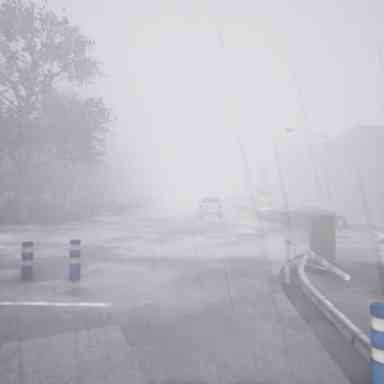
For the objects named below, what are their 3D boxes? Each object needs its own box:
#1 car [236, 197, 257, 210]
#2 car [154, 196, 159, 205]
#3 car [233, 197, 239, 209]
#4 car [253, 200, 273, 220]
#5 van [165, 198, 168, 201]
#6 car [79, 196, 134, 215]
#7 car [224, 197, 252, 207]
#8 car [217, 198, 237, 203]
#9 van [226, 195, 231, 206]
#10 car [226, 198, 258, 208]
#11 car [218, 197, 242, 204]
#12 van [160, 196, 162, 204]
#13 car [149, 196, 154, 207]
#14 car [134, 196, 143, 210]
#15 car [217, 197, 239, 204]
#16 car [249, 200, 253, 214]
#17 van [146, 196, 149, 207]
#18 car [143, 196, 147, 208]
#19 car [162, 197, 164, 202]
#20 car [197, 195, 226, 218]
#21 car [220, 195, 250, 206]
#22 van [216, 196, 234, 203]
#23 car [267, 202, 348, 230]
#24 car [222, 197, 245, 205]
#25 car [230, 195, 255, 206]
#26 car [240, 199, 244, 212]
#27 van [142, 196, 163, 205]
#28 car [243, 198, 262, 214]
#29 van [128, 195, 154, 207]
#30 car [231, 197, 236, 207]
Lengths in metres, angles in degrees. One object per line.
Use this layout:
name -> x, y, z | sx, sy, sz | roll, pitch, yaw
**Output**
car -> 8.212, 1.750, 39.285 | 4.892, 1.521, 2.231 | 1, 0, -19
car -> -9.063, 1.840, 57.367 | 5.366, 1.575, 1.946 | 0, -1, -19
car -> 8.235, 1.800, 42.211 | 4.792, 1.488, 2.163 | 1, 0, -19
car -> 7.964, 1.661, 27.556 | 4.892, 1.521, 2.231 | 1, 0, -19
van -> -8.699, 1.842, 77.954 | 4.442, 1.987, 1.878 | 0, -1, -19
car -> -9.647, 1.427, 36.716 | 5.566, 2.045, 2.435 | 0, -1, -19
car -> 8.665, 1.821, 62.747 | 4.553, 1.767, 2.185 | 1, -1, -19
car -> 9.270, 2.292, 89.154 | 4.792, 1.488, 2.163 | 1, -1, -19
van -> 8.404, 1.637, 53.915 | 4.442, 1.987, 1.878 | 1, 0, -19
car -> 8.564, 1.891, 56.888 | 5.008, 1.535, 2.097 | 1, -1, -19
car -> 9.237, 2.150, 80.409 | 5.366, 1.575, 1.946 | 1, -1, -19
van -> -8.948, 1.706, 66.181 | 4.442, 1.987, 1.878 | 0, -1, -19
car -> -9.292, 1.818, 54.361 | 4.892, 1.521, 2.231 | 0, 0, -19
car -> -9.458, 1.619, 45.542 | 4.553, 1.767, 2.185 | -1, 0, -19
car -> 9.361, 2.225, 86.269 | 5.366, 1.575, 1.946 | 1, -1, -19
car -> 8.020, 1.722, 30.488 | 4.674, 1.452, 2.002 | 1, 0, -19
van -> -9.470, 1.568, 51.377 | 4.442, 1.987, 1.878 | 0, 0, -19
car -> -9.451, 1.799, 48.464 | 4.792, 1.488, 2.163 | 0, 0, -19
car -> -8.935, 2.037, 72.026 | 4.674, 1.452, 2.002 | 0, -1, -19
car -> 1.719, 1.411, 32.067 | 2.150, 2.045, 5.566 | 0, 0, 1
car -> 8.846, 1.760, 68.633 | 5.566, 2.045, 2.435 | 1, -1, -19
van -> 9.194, 2.071, 92.036 | 4.442, 1.987, 1.878 | 1, 0, -19
car -> 7.831, 1.616, 21.694 | 4.892, 1.521, 2.231 | 1, -1, -19
car -> 8.913, 1.918, 71.554 | 4.553, 1.767, 2.185 | 1, 0, -19
car -> 8.419, 1.692, 48.096 | 4.553, 1.767, 2.185 | 1, 0, -19
car -> 8.143, 1.766, 36.355 | 4.674, 1.452, 2.002 | 1, 0, -19
van -> -8.979, 1.808, 74.926 | 4.442, 1.987, 1.878 | 0, 0, -19
car -> 8.252, 1.704, 33.488 | 5.366, 1.575, 1.946 | 1, -1, -19
van -> -9.289, 1.648, 60.211 | 4.442, 1.987, 1.878 | 0, 0, -19
car -> 8.331, 1.795, 45.156 | 4.892, 1.521, 2.231 | 1, 0, -19
